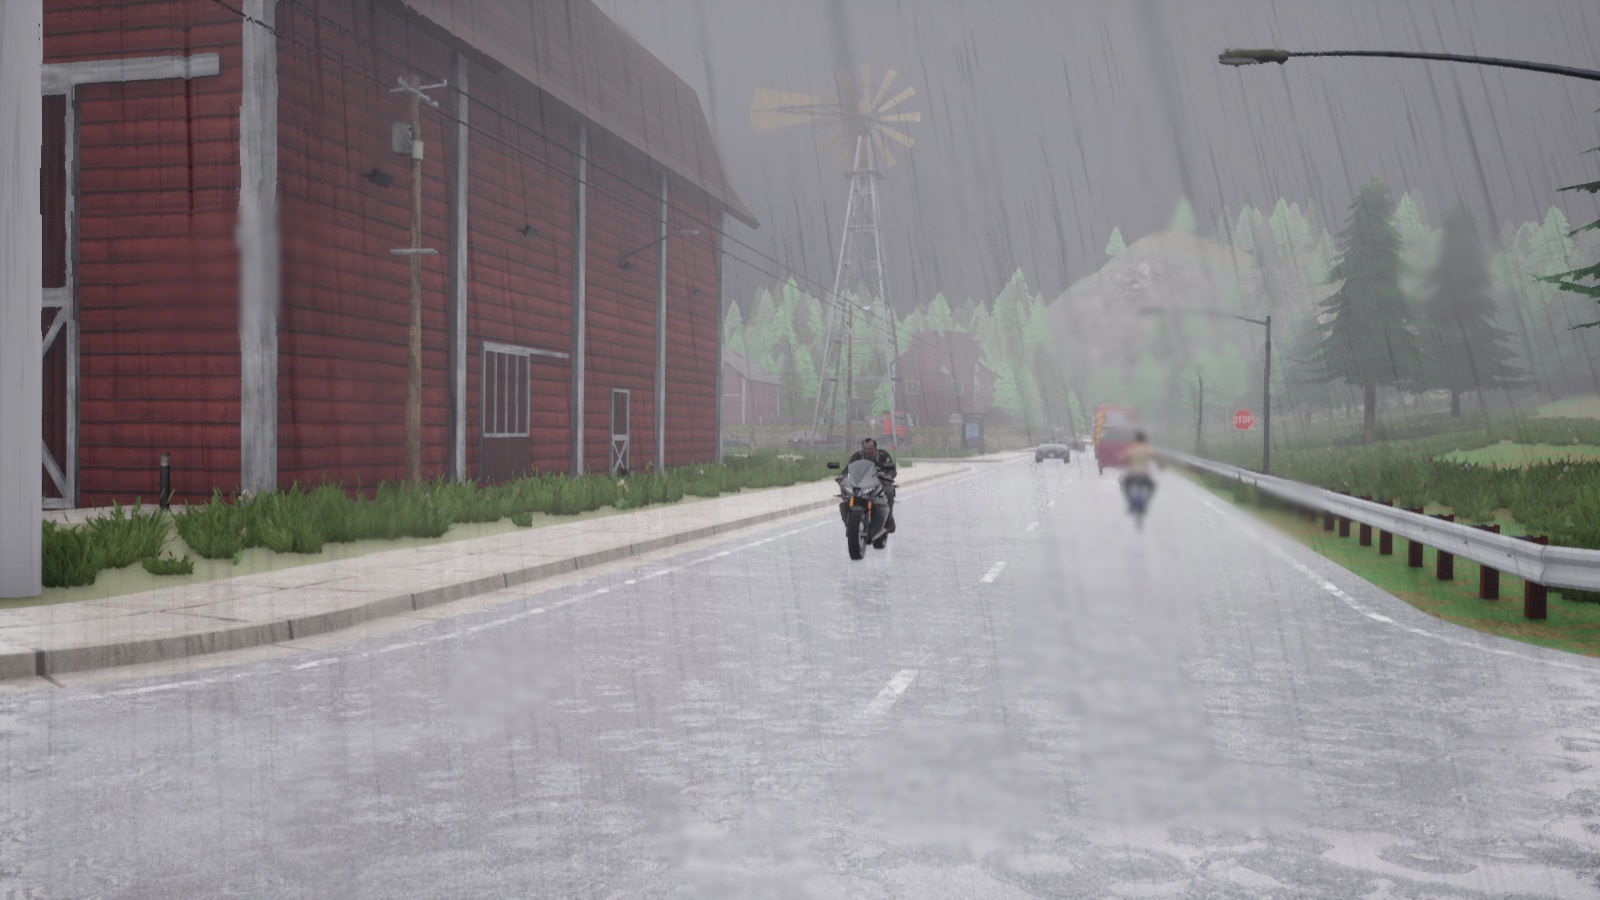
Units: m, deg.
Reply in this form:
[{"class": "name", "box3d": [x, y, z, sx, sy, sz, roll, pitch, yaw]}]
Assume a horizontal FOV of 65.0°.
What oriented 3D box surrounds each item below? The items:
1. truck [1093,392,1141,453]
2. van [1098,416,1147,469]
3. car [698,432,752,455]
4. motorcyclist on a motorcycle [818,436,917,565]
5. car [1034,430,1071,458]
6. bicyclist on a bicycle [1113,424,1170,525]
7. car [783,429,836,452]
[{"class": "truck", "box3d": [21.057, -1.800, 83.578, 2.891, 3.827, 8.468, 0, 1, 14]}, {"class": "van", "box3d": [12.620, -0.292, 49.212, 1.775, 1.987, 4.442, 0, 1, 14]}, {"class": "car", "box3d": [-5.490, -0.487, 91.854, 3.705, 1.549, 1.789, -1, 1, -9]}, {"class": "motorcyclist on a motorcycle", "box3d": [0.914, 0.601, 16.231, 0.866, 1.530, 2.191, 0, 1, 14]}, {"class": "car", "box3d": [14.020, -0.340, 69.571, 1.816, 1.474, 4.193, 0, 1, 14]}, {"class": "bicyclist on a bicycle", "box3d": [5.632, 0.385, 20.794, 0.866, 1.612, 1.509, 0, 1, 14]}, {"class": "car", "box3d": [0.771, -0.755, 97.323, 2.097, 1.767, 4.553, 0, 1, 32]}]
